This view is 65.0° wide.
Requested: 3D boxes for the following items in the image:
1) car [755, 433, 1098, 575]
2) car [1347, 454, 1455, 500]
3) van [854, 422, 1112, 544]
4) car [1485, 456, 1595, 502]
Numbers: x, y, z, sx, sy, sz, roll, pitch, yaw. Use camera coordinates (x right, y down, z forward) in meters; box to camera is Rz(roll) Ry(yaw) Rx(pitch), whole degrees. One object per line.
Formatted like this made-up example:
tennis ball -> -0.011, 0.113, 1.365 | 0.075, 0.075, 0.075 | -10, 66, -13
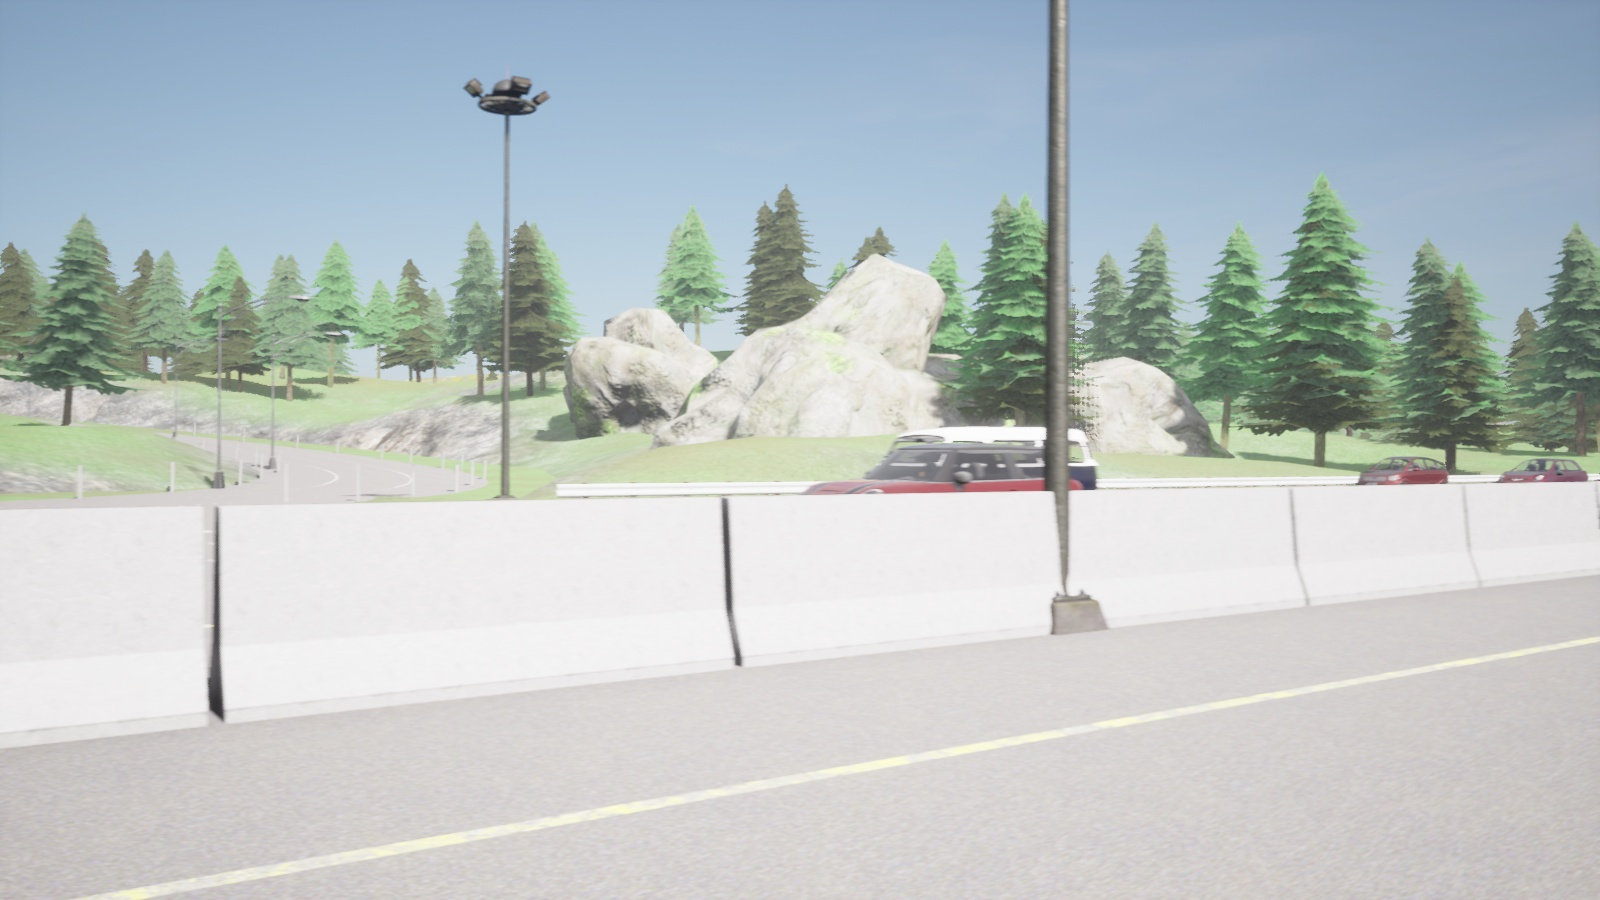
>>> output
car -> 1.845, 0.678, 17.735 | 4.553, 1.767, 2.097 | 0, 0, -35
car -> 21.005, 0.916, 43.861 | 3.705, 1.549, 1.789 | 0, 0, -35
van -> 3.413, 0.566, 23.091 | 4.480, 2.038, 2.069 | 0, 0, -35
car -> 24.954, 0.947, 42.345 | 3.633, 1.501, 1.845 | 0, 0, -35
